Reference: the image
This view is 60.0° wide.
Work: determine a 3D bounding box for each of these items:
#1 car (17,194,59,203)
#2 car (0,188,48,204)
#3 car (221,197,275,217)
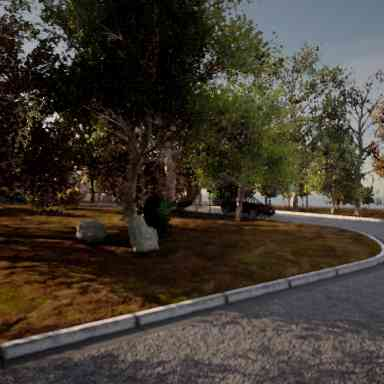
[{"bbox_3d":[-16.084,0.690,35.594,4.674,1.442,1.812,1,-1,-32],"label":"car"},{"bbox_3d":[-18.972,0.490,37.582,4.553,1.767,2.097,2,-1,-33],"label":"car"},{"bbox_3d":[4.405,1.120,26.706,1.882,1.535,5.008,1,0,-36],"label":"car"}]
